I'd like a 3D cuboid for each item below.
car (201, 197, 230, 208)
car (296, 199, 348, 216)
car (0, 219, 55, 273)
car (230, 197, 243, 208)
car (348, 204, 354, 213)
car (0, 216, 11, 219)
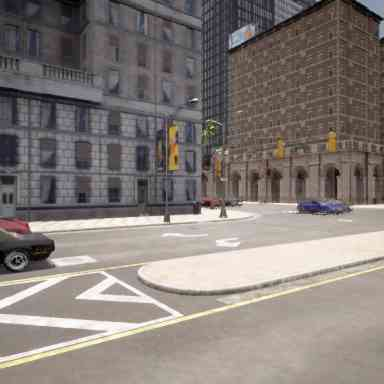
[{"bbox_3d":[2.707,1.478,47.277,1.882,1.535,5.008,0,0,-35],"label":"car"},{"bbox_3d":[12.614,1.526,33.168,1.812,1.442,4.674,0,0,-35],"label":"car"},{"bbox_3d":[-6.480,1.601,9.221,4.718,1.301,1.895,0,0,-35],"label":"car"},{"bbox_3d":[5.533,1.491,49.341,2.128,1.511,4.902,0,0,-35],"label":"car"},{"bbox_3d":[14.933,1.491,35.955,2.128,1.511,4.902,0,0,-35],"label":"car"},{"bbox_3d":[-8.424,1.526,12.126,4.674,1.442,1.812,0,0,-35],"label":"car"}]
